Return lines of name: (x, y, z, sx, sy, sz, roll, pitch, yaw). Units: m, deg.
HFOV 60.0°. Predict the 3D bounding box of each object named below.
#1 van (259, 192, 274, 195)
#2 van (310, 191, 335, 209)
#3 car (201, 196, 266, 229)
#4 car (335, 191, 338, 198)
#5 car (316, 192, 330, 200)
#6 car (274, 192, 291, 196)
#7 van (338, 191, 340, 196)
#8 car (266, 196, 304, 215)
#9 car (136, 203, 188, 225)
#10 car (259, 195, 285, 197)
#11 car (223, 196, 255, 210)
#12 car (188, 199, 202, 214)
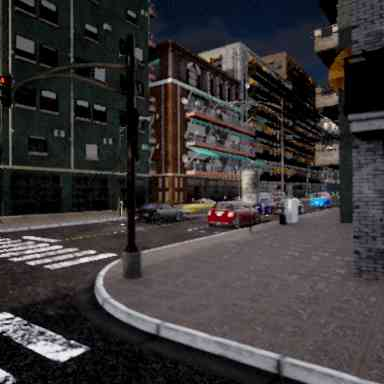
van: (8.809, 0.996, 43.512, 1.690, 1.788, 3.998, 0, 1, 35)
van: (14.984, 0.953, 38.590, 1.690, 1.788, 3.998, 0, 1, 35)
car: (2.675, 1.289, 20.639, 1.967, 1.590, 4.097, 0, 1, 35)
car: (31.486, 0.832, 76.170, 1.802, 1.307, 4.206, 0, 1, 35)
car: (28.247, 0.746, 71.504, 1.967, 1.590, 4.097, 0, 1, 35)
car: (12.601, 1.155, 44.576, 2.033, 1.411, 5.357, 0, 0, 35)
van: (34.726, 0.536, 80.832, 1.690, 1.788, 3.998, 0, 1, 35)
car: (8.512, 1.286, 29.272, 2.008, 1.369, 4.403, 0, 1, 35)
car: (-2.489, 1.458, 22.939, 1.994, 1.385, 4.181, 0, 0, 35)
car: (7.021, 1.304, 31.458, 1.994, 1.385, 4.181, 0, 0, 35)
car: (5.569, 1.267, 38.849, 2.008, 1.369, 4.403, 0, 1, 35)
car: (0.983, 1.329, 32.265, 1.752, 1.417, 4.829, 0, 1, 35)
